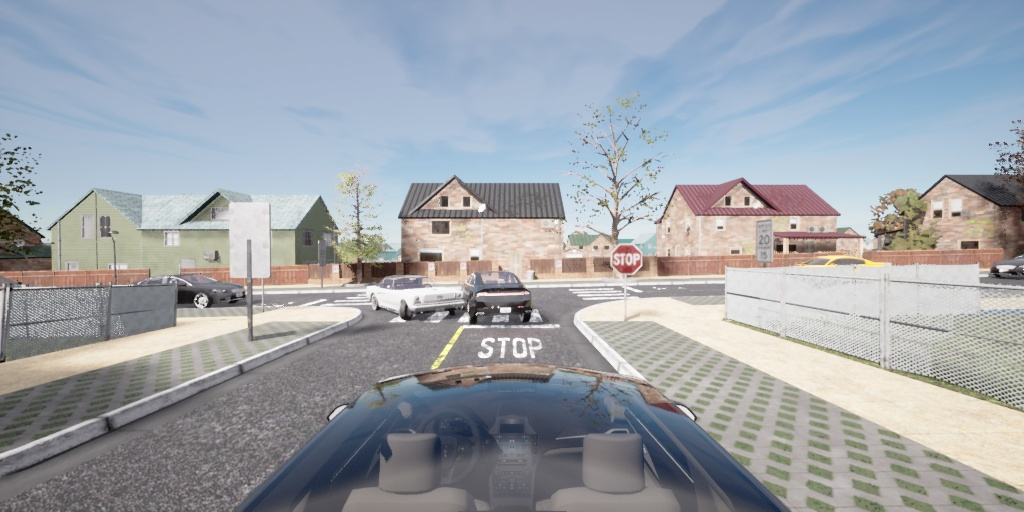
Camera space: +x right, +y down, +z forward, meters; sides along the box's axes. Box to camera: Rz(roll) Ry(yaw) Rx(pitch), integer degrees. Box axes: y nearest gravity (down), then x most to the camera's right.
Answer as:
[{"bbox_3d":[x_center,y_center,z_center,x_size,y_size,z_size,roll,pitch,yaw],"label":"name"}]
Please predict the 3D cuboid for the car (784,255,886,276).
[{"bbox_3d":[17.182,0.750,19.404,5.008,1.535,1.882,-1,1,0],"label":"car"}]

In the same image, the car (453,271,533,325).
[{"bbox_3d":[-0.678,1.242,11.983,2.128,1.511,4.902,0,0,-12],"label":"car"}]

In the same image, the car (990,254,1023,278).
[{"bbox_3d":[29.134,0.483,19.444,4.902,1.511,2.128,-1,1,0],"label":"car"}]

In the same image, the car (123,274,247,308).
[{"bbox_3d":[-14.892,1.565,16.347,4.902,1.511,2.128,-1,1,0],"label":"car"}]

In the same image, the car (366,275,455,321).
[{"bbox_3d":[-3.595,1.367,12.844,1.895,1.301,4.718,0,0,-38],"label":"car"}]

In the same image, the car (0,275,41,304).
[{"bbox_3d":[-24.230,1.646,16.312,4.553,1.767,2.097,-1,1,0],"label":"car"}]
